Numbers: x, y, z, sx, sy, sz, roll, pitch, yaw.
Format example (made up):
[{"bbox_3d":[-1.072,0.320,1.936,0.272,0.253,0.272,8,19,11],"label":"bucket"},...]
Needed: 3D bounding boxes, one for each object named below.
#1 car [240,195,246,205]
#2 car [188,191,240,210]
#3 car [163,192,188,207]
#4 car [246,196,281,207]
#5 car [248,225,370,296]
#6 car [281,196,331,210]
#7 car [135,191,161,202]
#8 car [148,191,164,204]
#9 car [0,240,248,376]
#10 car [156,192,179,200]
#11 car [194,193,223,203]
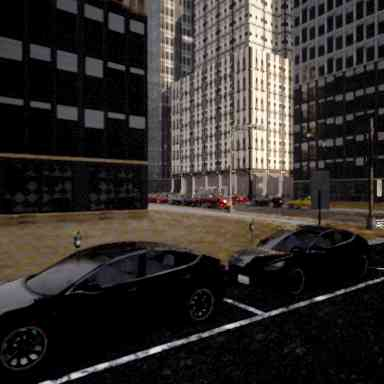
[{"bbox_3d":[5.652,0.981,44.249,1.802,1.307,4.206,1,0,-36],"label":"car"},{"bbox_3d":[2.209,0.844,34.761,2.192,1.841,5.009,1,0,-36],"label":"car"},{"bbox_3d":[-1.111,0.990,39.300,1.947,1.339,4.313,1,0,-36],"label":"car"},{"bbox_3d":[8.966,1.070,39.711,1.947,1.339,4.313,1,0,-36],"label":"car"},{"bbox_3d":[2.920,1.566,8.644,4.313,1.339,1.947,0,0,-35],"label":"car"},{"bbox_3d":[12.249,1.131,35.364,1.752,1.417,4.829,1,0,-36],"label":"car"},{"bbox_3d":[-6.833,0.645,51.586,1.882,1.535,5.008,0,1,-36],"label":"car"},{"bbox_3d":[-4.424,0.863,43.837,1.887,1.381,4.507,1,0,-36],"label":"car"},{"bbox_3d":[-1.351,1.566,5.598,4.313,1.339,1.947,0,0,-35],"label":"car"},{"bbox_3d":[-4.291,0.650,57.865,1.947,1.339,4.313,1,0,-36],"label":"car"},{"bbox_3d":[2.337,0.860,48.787,1.947,1.339,4.313,1,0,-36],"label":"car"}]
